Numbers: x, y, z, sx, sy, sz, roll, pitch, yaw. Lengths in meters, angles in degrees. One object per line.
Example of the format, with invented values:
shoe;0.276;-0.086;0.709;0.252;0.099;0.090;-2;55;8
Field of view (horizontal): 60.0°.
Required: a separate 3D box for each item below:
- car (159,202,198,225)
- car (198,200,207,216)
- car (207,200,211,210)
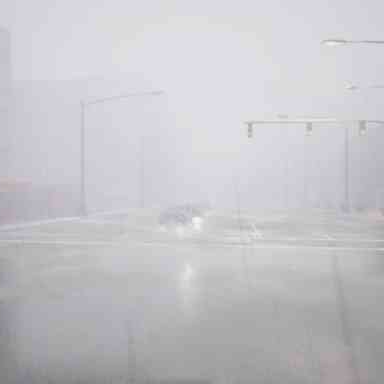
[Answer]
car;-1.087;1.625;24.947;2.033;1.411;5.357;0;-1;7
car;0.094;1.785;34.921;1.895;1.301;4.718;0;-1;8
car;1.780;1.869;49.117;2.128;1.511;4.902;0;-1;7
